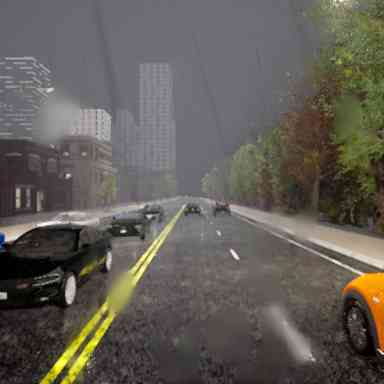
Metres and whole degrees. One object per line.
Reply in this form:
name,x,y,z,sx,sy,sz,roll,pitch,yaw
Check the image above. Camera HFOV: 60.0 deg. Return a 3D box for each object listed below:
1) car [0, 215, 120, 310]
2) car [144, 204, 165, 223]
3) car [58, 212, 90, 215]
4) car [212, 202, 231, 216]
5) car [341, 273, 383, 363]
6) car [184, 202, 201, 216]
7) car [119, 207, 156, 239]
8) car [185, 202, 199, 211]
car,-3.352,1.567,8.322,1.882,1.535,5.008,0,-1,0
car,-3.345,1.791,28.258,2.128,1.511,4.902,0,-1,0
car,-6.601,1.795,18.247,1.895,1.301,4.718,0,-1,0
car,3.343,1.896,38.196,2.128,1.511,4.902,0,-1,0
car,3.349,1.388,3.297,2.097,1.767,4.553,0,-1,0
car,0.094,1.949,37.933,2.033,1.411,5.357,0,-1,0
car,-3.351,1.758,18.282,1.994,1.385,4.181,0,-1,0
car,0.004,2.121,49.295,1.895,1.301,4.718,0,-1,0
